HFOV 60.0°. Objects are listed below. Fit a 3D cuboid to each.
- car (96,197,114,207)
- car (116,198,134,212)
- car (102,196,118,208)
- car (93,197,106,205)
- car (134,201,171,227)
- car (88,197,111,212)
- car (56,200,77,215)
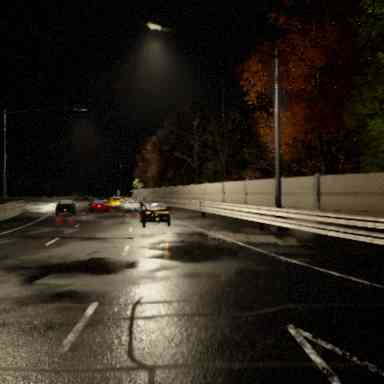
[{"bbox_3d":[-14.585,1.554,55.635,2.128,1.511,4.902,0,0,-24],"label":"car"},{"bbox_3d":[-7.395,1.627,39.208,1.895,1.301,4.718,0,0,-20],"label":"car"},{"bbox_3d":[-11.515,1.524,49.193,1.882,1.535,5.008,0,0,-26],"label":"car"},{"bbox_3d":[-17.379,1.692,62.068,1.895,1.301,4.718,0,0,-21],"label":"car"},{"bbox_3d":[-2.611,1.493,22.706,2.128,1.511,4.902,0,0,-12],"label":"car"},{"bbox_3d":[-11.365,1.614,40.003,1.994,1.385,4.181,0,0,-21],"label":"car"},{"bbox_3d":[-13.023,1.555,34.466,2.128,1.511,4.902,0,0,-19],"label":"car"}]
